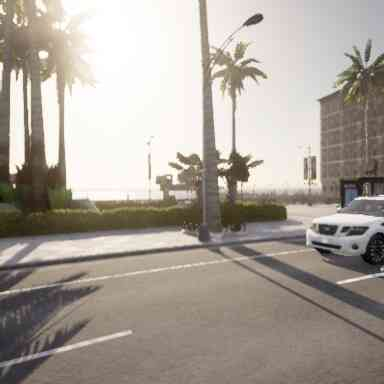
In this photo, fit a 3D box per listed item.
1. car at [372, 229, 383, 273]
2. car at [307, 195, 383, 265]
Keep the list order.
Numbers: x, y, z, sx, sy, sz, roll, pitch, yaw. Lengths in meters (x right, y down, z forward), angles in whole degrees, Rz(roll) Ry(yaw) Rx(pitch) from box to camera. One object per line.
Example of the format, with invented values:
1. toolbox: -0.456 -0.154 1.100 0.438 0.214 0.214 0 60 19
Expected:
1. car: 6.550 1.523 7.533 4.718 1.301 1.895 -1 0 -27
2. car: 6.610 1.125 11.456 5.566 2.045 2.150 -1 0 -25
